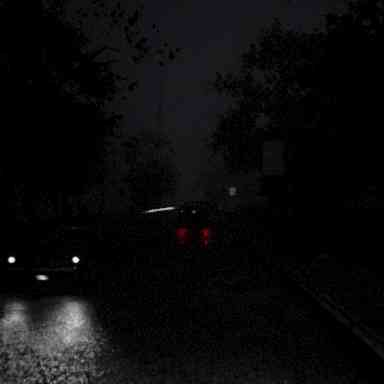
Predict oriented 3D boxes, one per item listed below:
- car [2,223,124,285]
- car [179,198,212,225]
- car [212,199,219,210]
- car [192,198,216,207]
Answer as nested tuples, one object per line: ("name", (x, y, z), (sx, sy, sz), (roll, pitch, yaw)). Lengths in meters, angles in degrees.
("car", (-3.349, 1.613, 9.647), (1.895, 1.301, 4.718), (0, 0, 0))
("car", (0.147, 1.383, 24.619), (2.097, 1.767, 4.553), (0, 0, 1))
("car", (2.151, 1.572, 42.697), (1.994, 1.385, 4.181), (-1, 0, 14))
("car", (1.967, 1.665, 52.498), (1.895, 1.301, 4.718), (-2, -1, 26))
